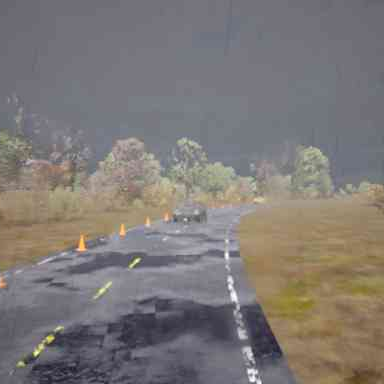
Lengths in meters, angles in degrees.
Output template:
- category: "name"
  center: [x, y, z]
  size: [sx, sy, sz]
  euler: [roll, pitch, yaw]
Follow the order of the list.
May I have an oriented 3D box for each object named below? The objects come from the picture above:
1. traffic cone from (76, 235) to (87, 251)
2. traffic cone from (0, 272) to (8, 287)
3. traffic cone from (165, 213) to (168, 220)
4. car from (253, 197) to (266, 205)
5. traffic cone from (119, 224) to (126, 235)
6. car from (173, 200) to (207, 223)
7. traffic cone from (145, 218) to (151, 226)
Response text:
- category: "traffic cone"
  center: [-4.364, 2.009, 13.181]
  size: [0.340, 0.580, 0.340]
  euler: [0, 0, 5]
- category: "traffic cone"
  center: [-4.754, 1.982, 8.106]
  size: [0.340, 0.580, 0.340]
  euler: [0, 0, 3]
- category: "traffic cone"
  center: [-2.175, 2.092, 28.290]
  size: [0.340, 0.580, 0.340]
  euler: [0, 0, 11]
- category: "car"
  center: [14.336, 1.855, 70.609]
  size: [1.882, 1.535, 5.008]
  euler: [0, -1, 28]
- category: "traffic cone"
  center: [-3.805, 2.037, 18.241]
  size: [0.340, 0.580, 0.340]
  euler: [0, 0, 7]
- category: "car"
  center: [-0.075, 1.484, 26.629]
  size: [2.097, 1.767, 4.553]
  euler: [0, 0, 11]
- category: "traffic cone"
  center: [-3.074, 2.064, 23.279]
  size: [0.340, 0.580, 0.340]
  euler: [0, 0, 9]
